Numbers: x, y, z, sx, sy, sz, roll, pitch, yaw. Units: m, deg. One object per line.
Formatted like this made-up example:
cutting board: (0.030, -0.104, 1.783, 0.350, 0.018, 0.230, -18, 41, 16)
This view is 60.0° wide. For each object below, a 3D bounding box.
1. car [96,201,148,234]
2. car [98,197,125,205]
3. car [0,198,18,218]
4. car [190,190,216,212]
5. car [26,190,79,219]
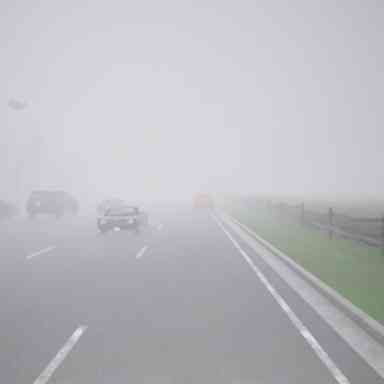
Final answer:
car: (-3.428, 1.362, 17.359, 1.895, 1.301, 4.718, 0, 1, 0)
car: (-6.988, 1.160, 29.507, 1.994, 1.385, 4.181, 0, 1, 0)
car: (-13.956, 1.039, 22.800, 2.097, 1.767, 4.553, 0, 1, 0)
car: (1.120, 0.905, 32.516, 2.097, 1.767, 4.553, 0, 1, 0)
car: (-10.466, 0.875, 25.323, 2.150, 2.045, 5.566, 0, 1, 0)
